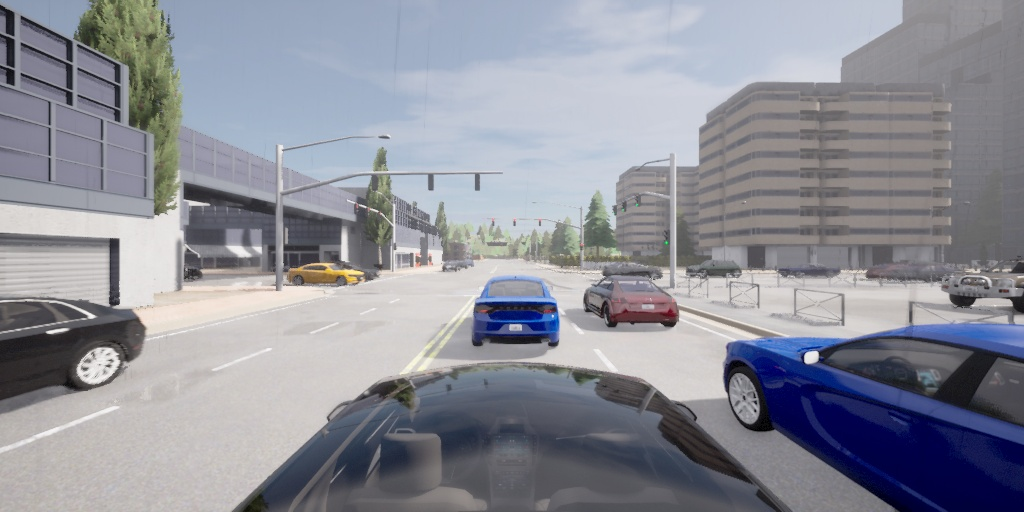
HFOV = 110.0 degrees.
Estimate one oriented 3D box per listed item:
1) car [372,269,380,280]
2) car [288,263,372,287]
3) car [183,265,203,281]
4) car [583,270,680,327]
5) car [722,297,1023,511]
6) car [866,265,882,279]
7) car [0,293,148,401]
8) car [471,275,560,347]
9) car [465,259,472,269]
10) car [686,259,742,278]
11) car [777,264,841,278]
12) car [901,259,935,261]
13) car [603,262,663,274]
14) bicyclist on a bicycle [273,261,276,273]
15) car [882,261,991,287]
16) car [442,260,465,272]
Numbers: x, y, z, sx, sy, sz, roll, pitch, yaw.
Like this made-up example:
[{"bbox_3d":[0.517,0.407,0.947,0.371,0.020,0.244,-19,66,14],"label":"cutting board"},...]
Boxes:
[{"bbox_3d":[-13.032,1.270,28.326,4.892,1.490,1.837,0,0,-1],"label":"car"},{"bbox_3d":[-12.574,1.240,24.419,5.008,1.535,1.882,0,0,8],"label":"car"},{"bbox_3d":[-27.057,1.117,28.104,4.553,1.767,2.097,0,0,-1],"label":"car"},{"bbox_3d":[3.599,1.319,11.530,1.994,1.385,4.181,0,0,0],"label":"car"},{"bbox_3d":[3.602,1.228,2.547,1.882,1.535,5.008,0,0,0],"label":"car"},{"bbox_3d":[32.299,1.329,29.954,4.181,1.385,1.994,0,0,-1],"label":"car"},{"bbox_3d":[-7.124,1.256,4.017,1.837,1.490,4.892,0,0,0],"label":"car"},{"bbox_3d":[0.092,1.232,9.397,1.882,1.535,5.008,0,0,0],"label":"car"},{"bbox_3d":[-8.004,1.344,56.748,1.994,1.385,4.181,0,0,-1],"label":"car"},{"bbox_3d":[18.676,1.119,33.369,4.553,1.767,2.097,0,0,-1],"label":"car"},{"bbox_3d":[27.663,1.368,33.557,4.718,1.301,1.895,0,0,-1],"label":"car"},{"bbox_3d":[37.460,1.120,33.747,4.553,1.767,2.097,0,0,-1],"label":"car"},{"bbox_3d":[9.852,1.257,29.441,4.902,1.511,2.128,0,0,-2],"label":"car"},{"bbox_3d":[-25.852,1.074,39.604,0.582,1.620,1.656,0,0,-1],"label":"bicyclist on a bicycle"},{"bbox_3d":[31.137,1.311,26.428,5.357,1.411,2.033,0,0,-1],"label":"car"},{"bbox_3d":[-7.862,1.266,46.788,2.128,1.511,4.902,0,0,0],"label":"car"}]
